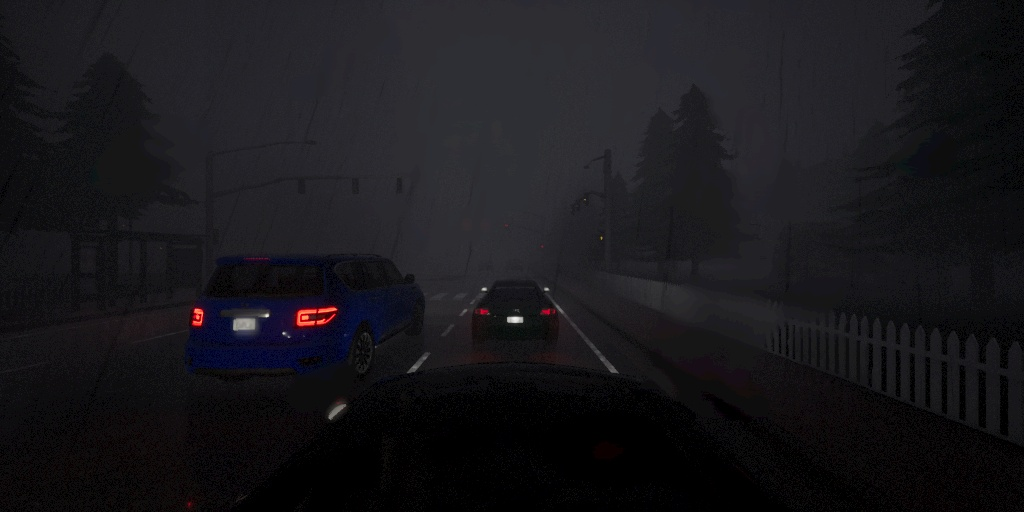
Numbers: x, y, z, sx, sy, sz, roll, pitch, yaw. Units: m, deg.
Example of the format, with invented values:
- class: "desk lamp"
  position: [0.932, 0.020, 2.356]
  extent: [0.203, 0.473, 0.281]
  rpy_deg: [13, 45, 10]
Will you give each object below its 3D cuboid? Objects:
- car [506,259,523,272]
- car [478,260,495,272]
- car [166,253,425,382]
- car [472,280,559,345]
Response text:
- class: "car"
  position: [0.281, 1.102, 45.664]
  extent: [2.097, 1.767, 4.553]
  rpy_deg: [0, 0, 0]
- class: "car"
  position: [-3.222, 1.242, 45.569]
  extent: [2.128, 1.511, 4.902]
  rpy_deg: [0, 0, 1]
- class: "car"
  position: [-3.404, 0.972, 7.276]
  extent: [2.150, 2.045, 5.566]
  rpy_deg: [0, 0, 0]
- class: "car"
  position: [0.089, 1.314, 9.556]
  extent: [1.994, 1.385, 4.181]
  rpy_deg: [0, 0, 1]
